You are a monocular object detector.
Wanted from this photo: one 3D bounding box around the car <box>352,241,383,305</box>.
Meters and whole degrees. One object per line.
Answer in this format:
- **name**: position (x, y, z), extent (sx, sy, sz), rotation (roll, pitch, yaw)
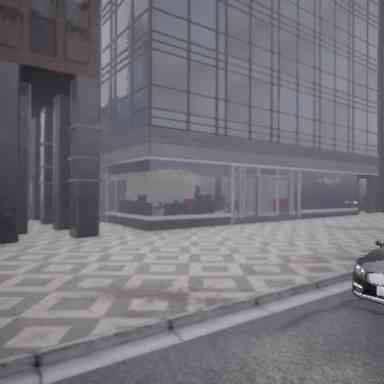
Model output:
- **car**: position (5.415, 1.496, 7.240), extent (4.902, 1.511, 2.128), rotation (0, 0, -35)
